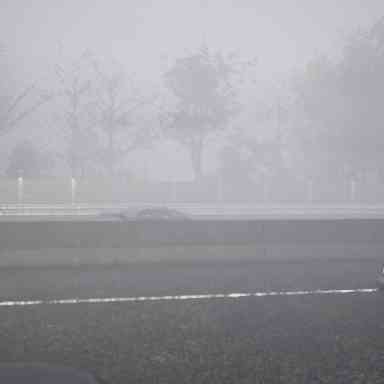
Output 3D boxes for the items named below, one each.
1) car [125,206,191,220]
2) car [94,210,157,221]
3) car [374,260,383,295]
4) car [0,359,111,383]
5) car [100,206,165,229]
[{"bbox_3d":[-2.494,1.619,19.410,4.892,1.490,1.837,0,0,-7],"label":"car"},{"bbox_3d":[-4.145,1.687,15.666,4.718,1.301,1.895,0,0,-7],"label":"car"},{"bbox_3d":[6.343,1.606,6.251,5.357,1.411,2.033,0,0,-7],"label":"car"},{"bbox_3d":[-2.657,1.494,1.537,4.902,1.511,2.128,0,0,-8],"label":"car"},{"bbox_3d":[-4.006,1.695,22.744,4.181,1.385,1.994,0,0,-8],"label":"car"}]
